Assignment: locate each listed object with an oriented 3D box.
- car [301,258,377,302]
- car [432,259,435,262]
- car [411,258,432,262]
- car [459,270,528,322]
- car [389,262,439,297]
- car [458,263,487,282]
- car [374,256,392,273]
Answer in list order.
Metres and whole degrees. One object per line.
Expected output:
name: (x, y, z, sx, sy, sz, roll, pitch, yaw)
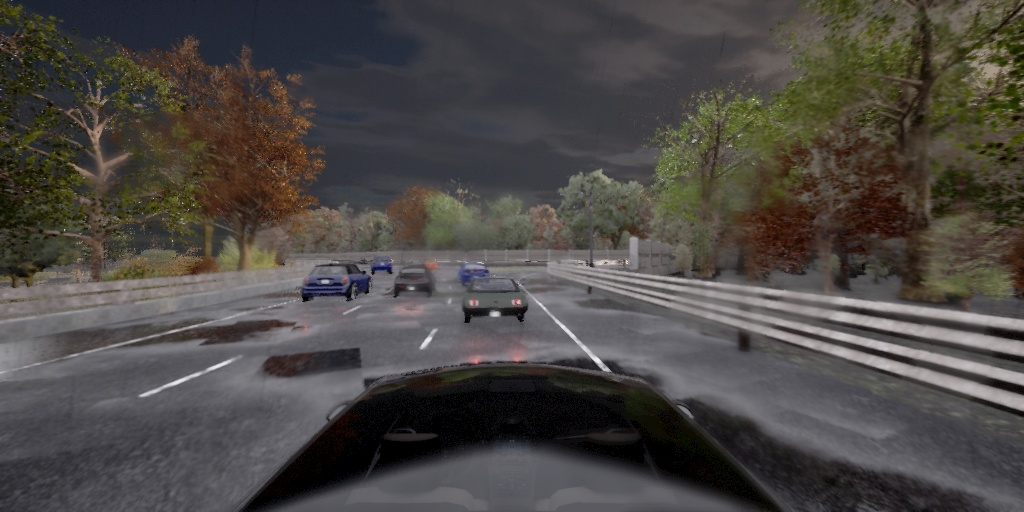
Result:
car: (-8.373, 1.129, 17.548, 2.097, 1.767, 4.553, 0, 0, -9)
car: (-12.253, 1.139, 51.804, 2.097, 1.767, 4.553, 0, 0, -26)
car: (-10.405, 1.274, 39.043, 2.128, 1.511, 4.902, 0, 0, -21)
car: (-0.692, 1.352, 12.347, 1.895, 1.301, 4.718, 0, 0, -6)
car: (-5.097, 1.271, 19.197, 1.837, 1.490, 4.892, 0, 0, -9)
car: (-2.795, 1.235, 25.654, 1.882, 1.535, 5.008, 0, 0, -12)
car: (-15.413, 1.020, 42.257, 2.150, 2.045, 5.566, 0, 0, -23)
